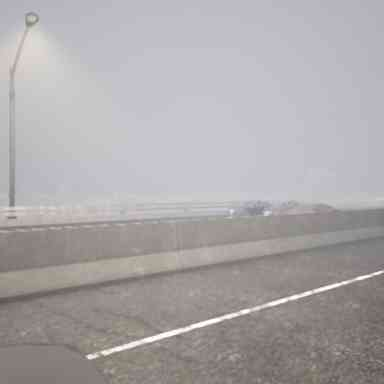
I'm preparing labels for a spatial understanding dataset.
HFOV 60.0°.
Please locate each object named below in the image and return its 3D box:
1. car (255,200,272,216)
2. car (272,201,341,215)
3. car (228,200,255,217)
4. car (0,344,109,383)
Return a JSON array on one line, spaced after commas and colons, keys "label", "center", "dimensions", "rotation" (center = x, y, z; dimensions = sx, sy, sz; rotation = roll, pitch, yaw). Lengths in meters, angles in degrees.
[{"label": "car", "center": [7.602, 1.441, 26.053], "dimensions": [4.902, 1.511, 2.128], "rotation": [0, 0, -35]}, {"label": "car", "center": [7.833, 1.434, 21.924], "dimensions": [5.008, 1.535, 1.882], "rotation": [0, 0, -35]}, {"label": "car", "center": [5.223, 1.440, 28.656], "dimensions": [4.902, 1.511, 2.128], "rotation": [0, 0, -35]}, {"label": "car", "center": [-2.818, 1.548, 1.229], "dimensions": [5.357, 1.411, 2.033], "rotation": [0, 0, -35]}]
